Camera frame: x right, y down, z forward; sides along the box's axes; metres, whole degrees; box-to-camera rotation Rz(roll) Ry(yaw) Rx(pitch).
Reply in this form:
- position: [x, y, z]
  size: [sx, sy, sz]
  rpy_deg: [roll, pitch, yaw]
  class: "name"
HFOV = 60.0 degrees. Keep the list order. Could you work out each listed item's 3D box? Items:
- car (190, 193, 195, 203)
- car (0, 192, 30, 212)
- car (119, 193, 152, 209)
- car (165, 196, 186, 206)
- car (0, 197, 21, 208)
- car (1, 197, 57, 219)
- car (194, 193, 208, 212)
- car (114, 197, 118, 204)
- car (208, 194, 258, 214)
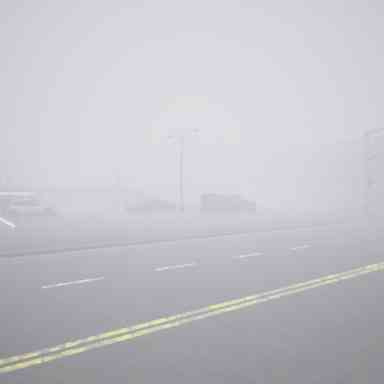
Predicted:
- position: [1.712, 1.195, 68.453]
  size: [2.150, 2.045, 5.566]
  rpy_deg: [0, 0, -34]
  class: "car"
- position: [-23.035, 1.149, 41.003]
  size: [4.605, 1.855, 1.932]
  rpy_deg: [0, 0, -35]
  class: "car"
- position: [-8.747, 1.153, 51.143]
  size: [3.866, 1.878, 1.905]
  rpy_deg: [0, 0, -35]
  class: "car"
- position: [-3.034, 1.501, 69.253]
  size: [2.128, 1.511, 4.902]
  rpy_deg: [0, 0, -34]
  class: "car"
- position: [-24.656, 1.360, 43.404]
  size: [3.905, 1.438, 1.784]
  rpy_deg: [0, 0, -35]
  class: "car"
- position: [-13.198, 1.392, 27.264]
  size: [3.806, 1.475, 1.970]
  rpy_deg: [0, 0, -35]
  class: "car"
- position: [2.622, 1.153, 35.149]
  size: [3.866, 1.878, 1.905]
  rpy_deg: [0, 0, -35]
  class: "car"
- position: [-10.411, 1.392, 53.513]
  size: [3.806, 1.475, 1.970]
  rpy_deg: [0, 0, -35]
  class: "car"
- position: [4.250, 1.150, 32.755]
  size: [4.605, 1.855, 1.932]
  rpy_deg: [0, 0, -35]
  class: "car"
